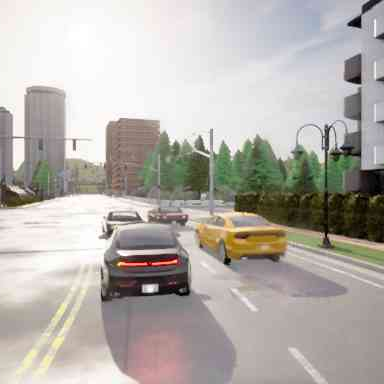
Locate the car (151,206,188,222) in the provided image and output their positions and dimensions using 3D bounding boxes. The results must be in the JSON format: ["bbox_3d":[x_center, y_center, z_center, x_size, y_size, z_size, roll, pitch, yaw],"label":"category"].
[{"bbox_3d":[-1.799,1.595,22.784,1.895,1.301,4.718,0,0,-18],"label":"car"}]

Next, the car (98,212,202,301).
[{"bbox_3d":[-1.269,1.503,8.411,1.837,1.490,4.892,0,0,-12],"label":"car"}]

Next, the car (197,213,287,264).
[{"bbox_3d":[1.505,1.475,11.964,1.882,1.535,5.008,0,-1,-14],"label":"car"}]

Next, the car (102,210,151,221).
[{"bbox_3d":[-3.631,1.596,17.228,1.895,1.301,4.718,0,0,-18],"label":"car"}]
